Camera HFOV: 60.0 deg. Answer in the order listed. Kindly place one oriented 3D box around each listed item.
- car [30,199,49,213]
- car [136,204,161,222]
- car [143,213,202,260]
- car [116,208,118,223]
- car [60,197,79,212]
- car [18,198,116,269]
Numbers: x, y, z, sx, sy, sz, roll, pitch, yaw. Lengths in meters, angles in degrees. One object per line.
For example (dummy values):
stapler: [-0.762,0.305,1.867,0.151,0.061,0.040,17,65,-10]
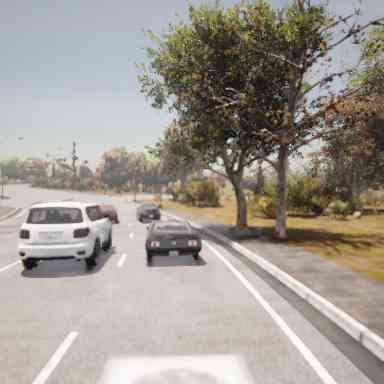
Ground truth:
car: [-19.449,1.734,42.559,1.895,1.301,4.718,-1,2,-22]
car: [-3.835,1.775,29.043,1.812,1.442,4.674,-1,0,-14]
car: [-0.848,1.724,12.971,1.895,1.301,4.718,0,0,-7]
car: [-7.245,1.819,28.257,1.812,1.442,4.674,-1,0,-14]
car: [-16.159,1.563,43.734,2.128,1.511,4.902,-1,2,-22]
car: [-4.254,1.363,11.992,2.150,2.045,5.566,0,0,-6]
